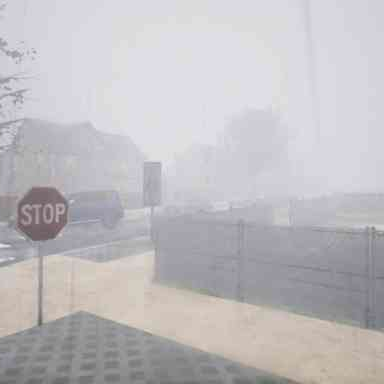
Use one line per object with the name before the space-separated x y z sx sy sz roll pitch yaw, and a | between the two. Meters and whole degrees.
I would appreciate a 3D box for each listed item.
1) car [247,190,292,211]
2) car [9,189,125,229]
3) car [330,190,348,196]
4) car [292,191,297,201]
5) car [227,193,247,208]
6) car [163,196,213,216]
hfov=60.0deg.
car | 6.888 0.832 29.147 1.812 1.442 4.674 1 2 35
car | -5.836 0.902 16.307 2.150 2.045 5.566 1 2 36
car | 22.952 0.262 51.765 1.895 1.301 4.718 1 2 36
car | 11.423 0.509 40.543 1.812 1.442 4.674 1 2 36
car | 5.403 0.772 32.115 2.033 1.411 5.357 1 2 36
car | -0.205 1.016 24.236 1.994 1.385 4.181 1 2 35
